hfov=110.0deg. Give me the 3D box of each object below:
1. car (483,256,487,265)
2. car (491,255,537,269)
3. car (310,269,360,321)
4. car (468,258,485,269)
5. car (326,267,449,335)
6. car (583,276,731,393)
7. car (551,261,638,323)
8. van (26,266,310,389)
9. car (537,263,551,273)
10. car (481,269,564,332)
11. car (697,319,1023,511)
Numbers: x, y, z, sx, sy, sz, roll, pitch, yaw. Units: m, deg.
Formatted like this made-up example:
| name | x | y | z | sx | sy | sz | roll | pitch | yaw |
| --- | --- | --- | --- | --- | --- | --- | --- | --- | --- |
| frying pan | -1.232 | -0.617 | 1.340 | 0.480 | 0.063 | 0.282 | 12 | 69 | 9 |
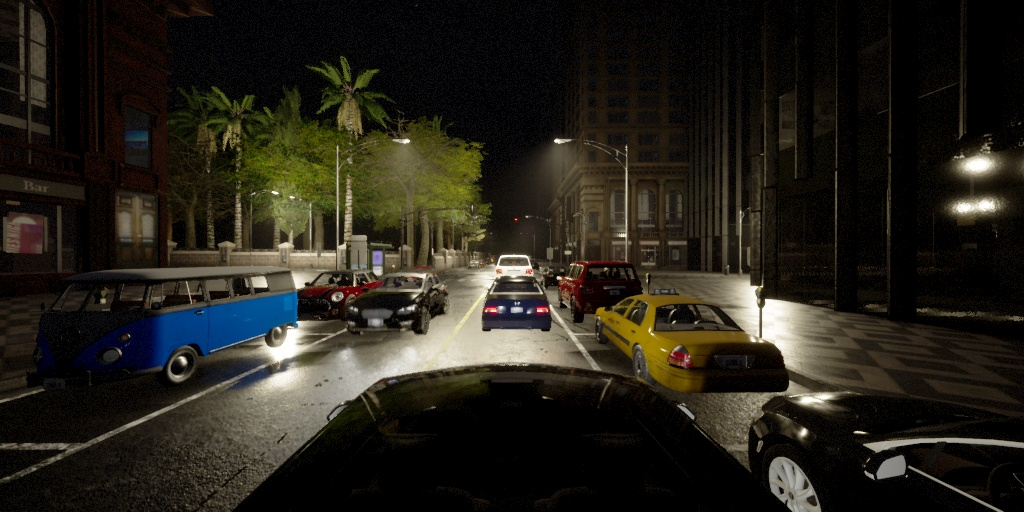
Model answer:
| name | x | y | z | sx | sy | sz | roll | pitch | yaw |
| --- | --- | --- | --- | --- | --- | --- | --- | --- | --- |
| car | -5.737 | 1.160 | 60.168 | 1.967 | 1.591 | 4.097 | 0 | 0 | 0 |
| car | 0.109 | 0.968 | 21.408 | 2.150 | 2.045 | 5.566 | 0 | 0 | 0 |
| car | -5.759 | 1.188 | 12.036 | 1.967 | 1.591 | 4.097 | 0 | 0 | 0 |
| car | -5.739 | 1.275 | 54.748 | 2.007 | 1.370 | 4.403 | 0 | 0 | 0 |
| car | -3.084 | 1.240 | 10.572 | 2.128 | 1.511 | 4.902 | 0 | 0 | 0 |
| car | 2.764 | 1.275 | 6.761 | 1.751 | 1.417 | 4.829 | 0 | 0 | 0 |
| car | 2.767 | 1.063 | 12.016 | 2.192 | 1.841 | 5.009 | 0 | 0 | 0 |
| van | -5.761 | 1.090 | 6.609 | 1.690 | 1.789 | 3.998 | 0 | 0 | 0 |
| car | 2.772 | 1.311 | 22.867 | 1.948 | 1.339 | 4.313 | 0 | 0 | 0 |
| car | 0.106 | 1.296 | 10.837 | 2.033 | 1.411 | 5.357 | 0 | 0 | 0 |
| car | 2.762 | 1.300 | 1.165 | 2.007 | 1.370 | 4.403 | 0 | 0 | 0 |
